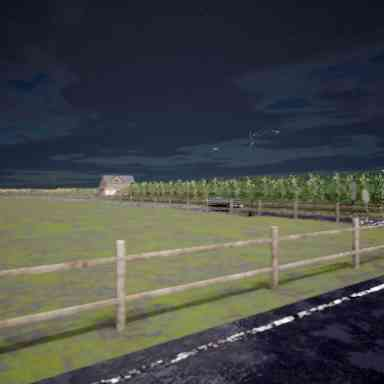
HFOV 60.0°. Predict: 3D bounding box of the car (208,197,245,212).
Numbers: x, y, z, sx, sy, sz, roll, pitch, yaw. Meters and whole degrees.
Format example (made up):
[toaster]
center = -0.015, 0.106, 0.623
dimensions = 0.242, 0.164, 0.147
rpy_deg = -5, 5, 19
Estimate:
[car]
center = 3.774, 1.349, 36.835
dimensions = 2.128, 1.511, 4.902
rpy_deg = -1, 1, -36
